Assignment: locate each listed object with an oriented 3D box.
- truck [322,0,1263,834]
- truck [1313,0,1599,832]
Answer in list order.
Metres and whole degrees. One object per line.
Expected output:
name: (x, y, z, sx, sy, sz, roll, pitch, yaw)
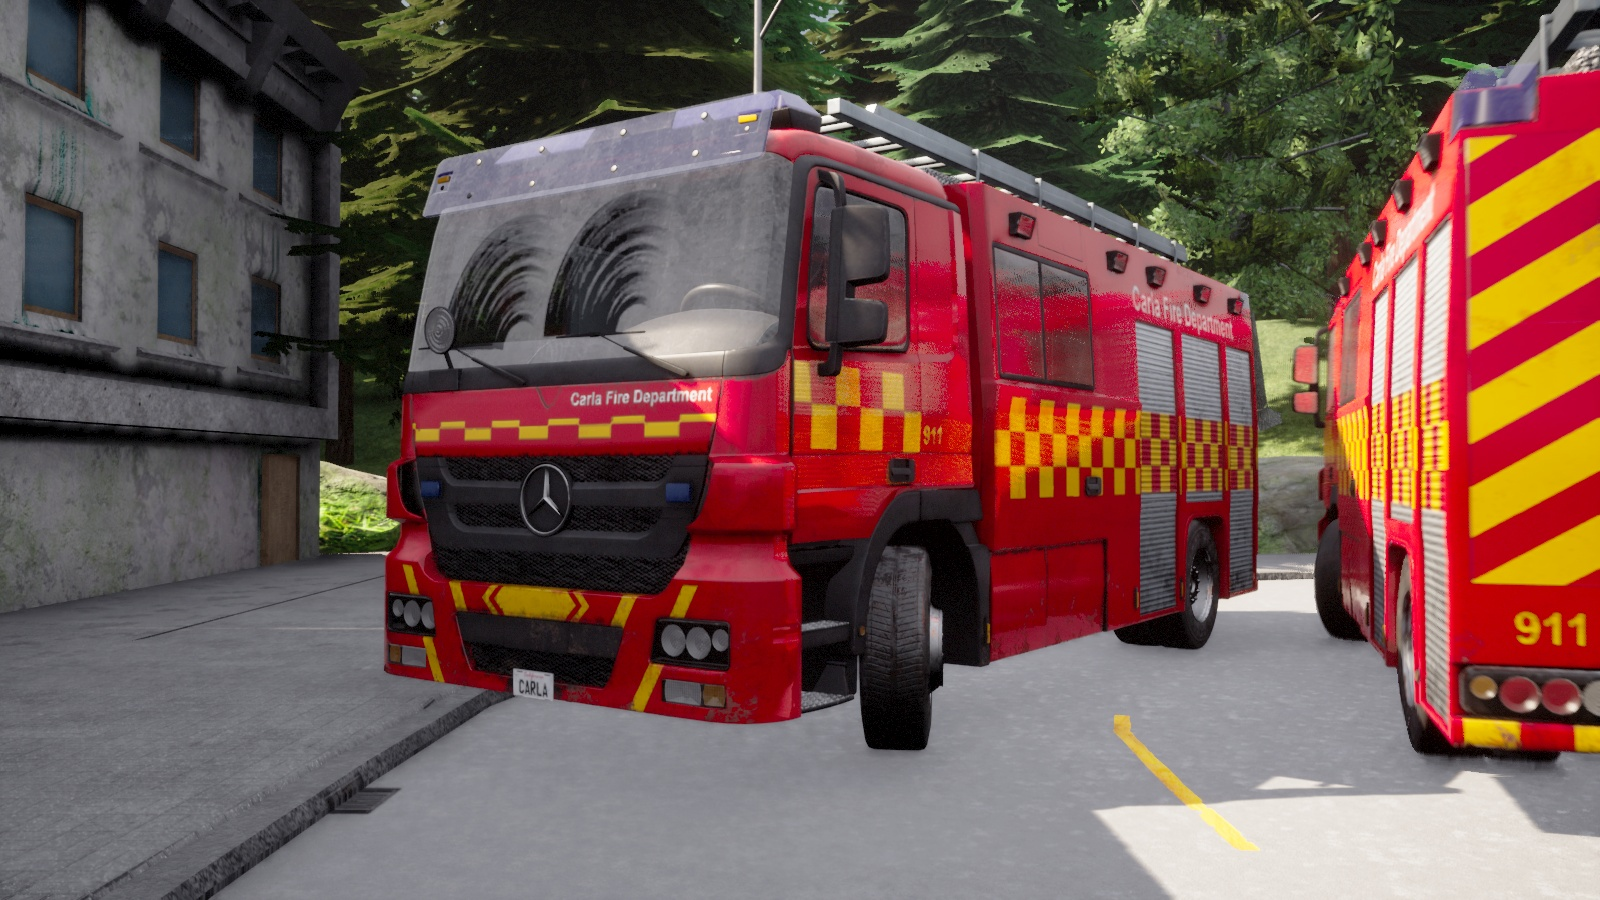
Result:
truck: (0.920, -0.189, 9.728, 2.891, 3.827, 8.468, -1, -1, 35)
truck: (5.602, -0.215, 9.208, 2.891, 3.827, 8.468, -1, -1, 19)
